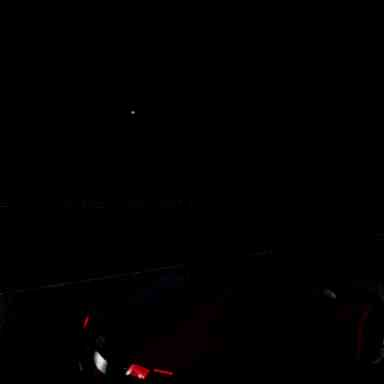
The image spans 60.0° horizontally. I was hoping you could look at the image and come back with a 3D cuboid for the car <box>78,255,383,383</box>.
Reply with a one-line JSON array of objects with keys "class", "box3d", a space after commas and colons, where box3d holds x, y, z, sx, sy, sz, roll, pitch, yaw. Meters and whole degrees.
[{"class": "car", "box3d": [0.765, 1.558, 4.293, 4.181, 1.385, 1.994, 0, 0, -35]}]
